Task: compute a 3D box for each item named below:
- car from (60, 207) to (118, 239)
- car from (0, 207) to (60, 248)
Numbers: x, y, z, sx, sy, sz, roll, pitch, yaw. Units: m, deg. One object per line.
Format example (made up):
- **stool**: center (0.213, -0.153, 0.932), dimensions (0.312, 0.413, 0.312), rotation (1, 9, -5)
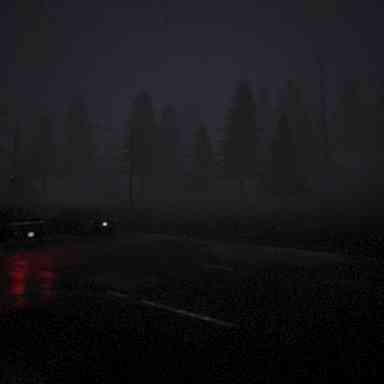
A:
- **car**: center (-5.682, 1.453, 16.633), dimensions (4.181, 1.385, 1.994), rotation (0, 0, 36)
- **car**: center (-8.082, 1.377, 14.051), dimensions (4.902, 1.511, 2.128), rotation (1, 0, 36)
